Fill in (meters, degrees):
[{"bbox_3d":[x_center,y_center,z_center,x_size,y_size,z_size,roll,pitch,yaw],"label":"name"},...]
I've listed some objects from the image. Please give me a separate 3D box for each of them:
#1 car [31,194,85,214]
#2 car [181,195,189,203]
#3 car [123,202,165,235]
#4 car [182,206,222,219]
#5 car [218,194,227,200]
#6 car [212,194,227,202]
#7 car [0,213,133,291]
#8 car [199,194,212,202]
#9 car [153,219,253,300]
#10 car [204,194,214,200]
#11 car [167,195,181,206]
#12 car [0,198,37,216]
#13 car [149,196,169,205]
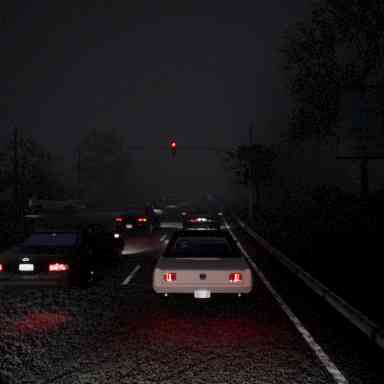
[{"bbox_3d":[-14.234,1.221,35.060,5.566,2.045,2.150,0,0,2],"label":"car"},{"bbox_3d":[-1.837,1.497,69.646,1.837,1.490,4.892,0,0,8],"label":"car"},{"bbox_3d":[-2.939,1.525,18.713,1.812,1.442,4.674,0,0,4],"label":"car"},{"bbox_3d":[0.522,1.504,17.598,1.837,1.490,4.892,0,0,2],"label":"car"},{"bbox_3d":[7.979,1.342,86.357,1.882,1.535,5.008,0,0,11],"label":"car"},{"bbox_3d":[6.316,1.545,76.652,1.994,1.385,4.181,0,0,10],"label":"car"},{"bbox_3d":[-3.256,1.547,9.135,2.033,1.411,5.357,0,0,1],"label":"car"},{"bbox_3d":[2.720,1.515,76.342,2.128,1.511,4.902,0,0,10],"label":"car"},{"bbox_3d":[0.232,1.601,8.373,1.895,1.301,4.718,0,0,1],"label":"car"},{"bbox_3d":[4.459,1.324,86.562,1.882,1.535,5.008,0,0,11],"label":"car"},{"bbox_3d":[-3.655,1.350,56.194,2.097,1.767,4.553,0,0,7],"label":"car"},{"bbox_3d":[-17.471,1.562,31.519,4.181,1.385,1.994,0,0,9],"label":"car"},{"bbox_3d":[-4.830,1.599,45.201,1.895,1.301,4.718,0,0,5],"label":"car"}]
